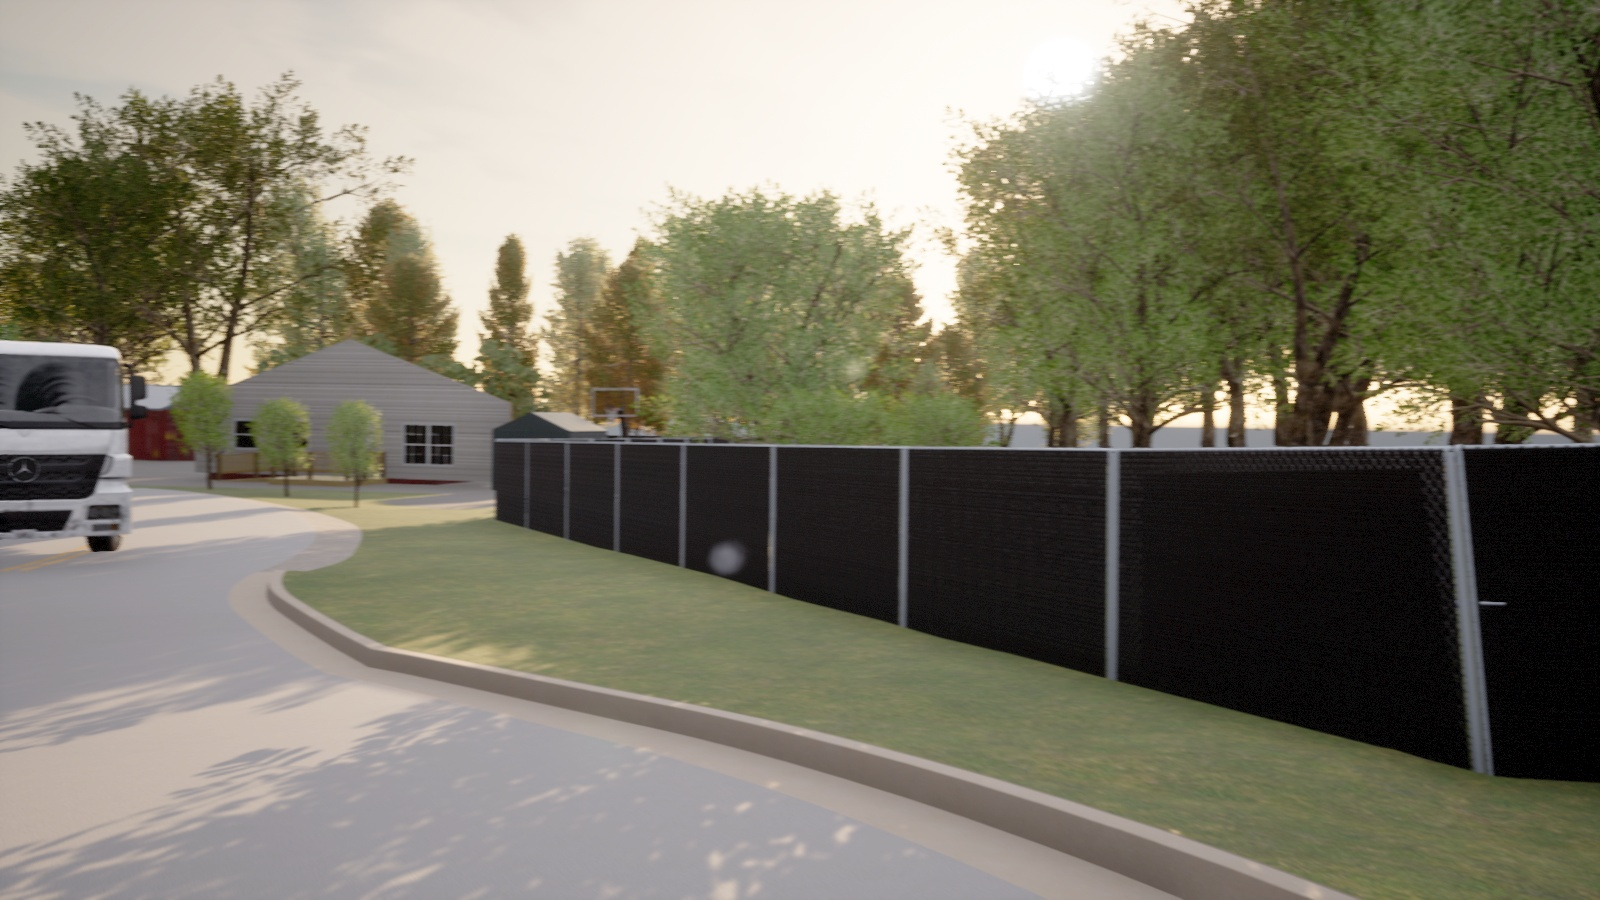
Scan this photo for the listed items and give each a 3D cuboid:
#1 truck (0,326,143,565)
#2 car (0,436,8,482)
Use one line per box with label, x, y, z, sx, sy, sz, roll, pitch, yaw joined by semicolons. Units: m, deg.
truck;-13.435;-0.140;21.661;2.891;3.462;7.936;0;1;-34
car;-27.623;0.267;40.288;3.806;1.475;1.970;1;2;25
